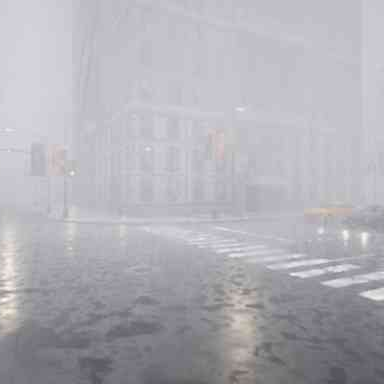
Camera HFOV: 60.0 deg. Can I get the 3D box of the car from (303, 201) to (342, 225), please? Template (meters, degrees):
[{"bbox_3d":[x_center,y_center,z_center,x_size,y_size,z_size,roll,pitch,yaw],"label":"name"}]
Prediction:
[{"bbox_3d":[10.233,1.453,24.009,5.008,1.535,1.882,0,0,-29],"label":"car"}]

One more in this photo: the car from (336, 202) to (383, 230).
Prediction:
[{"bbox_3d":[11.899,1.525,20.935,5.357,1.411,2.033,0,0,-29],"label":"car"}]
